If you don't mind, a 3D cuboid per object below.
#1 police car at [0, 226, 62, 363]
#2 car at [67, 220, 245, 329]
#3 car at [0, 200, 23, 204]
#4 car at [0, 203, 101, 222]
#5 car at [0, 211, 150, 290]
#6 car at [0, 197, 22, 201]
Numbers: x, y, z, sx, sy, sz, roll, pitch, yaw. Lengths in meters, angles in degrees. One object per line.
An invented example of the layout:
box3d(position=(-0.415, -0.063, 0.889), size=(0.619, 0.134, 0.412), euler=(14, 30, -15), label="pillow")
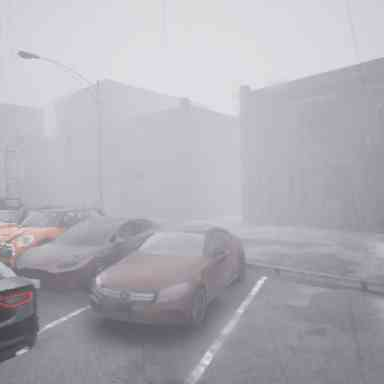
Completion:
box3d(position=(-4.273, 1.455, 5.229), size=(5.238, 1.638, 1.930), euler=(-1, 1, 42), label="police car")
box3d(position=(-0.133, 1.443, 7.072), size=(2.002, 1.452, 4.674), euler=(0, 0, 22), label="car")
box3d(position=(-6.782, 1.366, 13.158), size=(2.185, 1.767, 4.553), euler=(-1, 0, 22), label="car")
box3d(position=(-4.563, 1.335, 11.137), size=(2.185, 1.767, 4.553), euler=(0, 0, 22), label="car")
box3d(position=(-2.366, 1.461, 9.062), size=(2.163, 1.488, 4.792), euler=(0, 0, 22), label="car")
box3d(position=(-11.228, 1.303, 17.150), size=(2.435, 2.045, 5.566), euler=(0, 0, 22), label="car")
